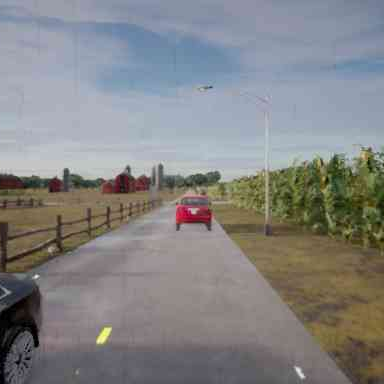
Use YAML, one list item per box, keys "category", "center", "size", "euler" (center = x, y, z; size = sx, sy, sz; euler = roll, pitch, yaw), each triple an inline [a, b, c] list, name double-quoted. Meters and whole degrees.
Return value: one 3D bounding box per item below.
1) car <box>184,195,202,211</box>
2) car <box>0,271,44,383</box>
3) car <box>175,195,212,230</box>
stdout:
- category: "car"
  center: [0.102, 1.330, 40.143]
  size: [2.097, 1.767, 4.553]
  euler: [0, 0, 0]
- category: "car"
  center: [-2.833, 1.492, 2.358]
  size: [2.128, 1.511, 4.902]
  euler: [0, 0, 0]
- category: "car"
  center: [0.100, 1.214, 21.282]
  size: [2.150, 2.045, 5.566]
  euler: [0, 0, 0]
